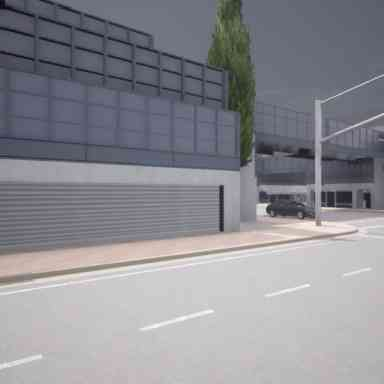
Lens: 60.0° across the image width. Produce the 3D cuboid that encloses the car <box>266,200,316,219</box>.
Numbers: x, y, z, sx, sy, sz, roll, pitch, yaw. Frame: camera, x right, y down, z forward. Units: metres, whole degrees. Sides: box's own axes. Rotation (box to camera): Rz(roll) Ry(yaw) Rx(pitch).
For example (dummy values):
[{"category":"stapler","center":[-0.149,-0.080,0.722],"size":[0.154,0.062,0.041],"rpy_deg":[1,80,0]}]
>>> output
[{"category":"car","center":[8.666,1.504,28.893],"size":[1.837,1.490,4.892],"rpy_deg":[0,0,-37]}]

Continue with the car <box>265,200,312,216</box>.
[{"category":"car","center":[9.633,1.563,33.445],"size":[1.994,1.385,4.181],"rpy_deg":[0,0,-37]}]
